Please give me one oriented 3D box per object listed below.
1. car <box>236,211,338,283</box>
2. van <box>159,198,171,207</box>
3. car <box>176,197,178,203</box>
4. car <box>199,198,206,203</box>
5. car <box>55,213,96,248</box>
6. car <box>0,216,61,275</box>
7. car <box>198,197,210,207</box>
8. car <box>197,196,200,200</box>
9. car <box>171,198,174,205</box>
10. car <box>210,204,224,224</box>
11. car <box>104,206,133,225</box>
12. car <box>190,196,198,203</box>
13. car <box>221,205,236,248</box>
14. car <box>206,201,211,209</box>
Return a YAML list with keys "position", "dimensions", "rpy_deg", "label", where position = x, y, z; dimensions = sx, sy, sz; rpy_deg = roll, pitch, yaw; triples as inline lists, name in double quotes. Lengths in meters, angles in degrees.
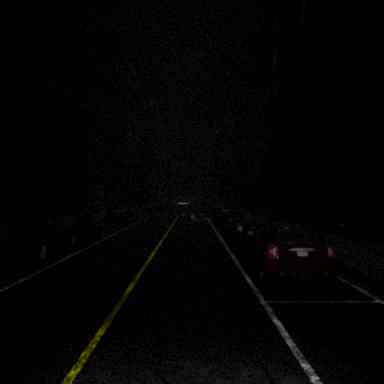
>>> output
- position: [2.672, 1.543, 9.962]
  dimensions: [1.967, 1.590, 4.097]
  rpy_deg: [0, -1, 0]
  label: "car"
- position: [-5.683, 2.042, 67.026]
  dimensions: [1.690, 1.788, 3.998]
  rpy_deg: [0, -1, 0]
  label: "van"
- position: [-5.572, 2.506, 89.696]
  dimensions: [1.947, 1.339, 4.313]
  rpy_deg: [0, -1, 0]
  label: "car"
- position: [2.983, 2.525, 95.499]
  dimensions: [1.752, 1.417, 4.829]
  rpy_deg: [0, -1, 0]
  label: "car"
- position: [-5.851, 1.705, 15.551]
  dimensions: [1.887, 1.381, 4.507]
  rpy_deg: [0, -1, 0]
  label: "car"
- position: [-5.854, 1.648, 9.955]
  dimensions: [1.887, 1.381, 4.507]
  rpy_deg: [0, -1, 0]
  label: "car"
- position: [2.843, 2.141, 66.986]
  dimensions: [1.967, 1.590, 4.097]
  rpy_deg: [0, -1, 0]
  label: "car"
- position: [2.898, 2.261, 78.323]
  dimensions: [1.967, 1.590, 4.097]
  rpy_deg: [0, -1, 0]
  label: "car"
- position: [-5.655, 2.202, 72.693]
  dimensions: [1.967, 1.590, 4.097]
  rpy_deg: [0, -1, 0]
  label: "car"
- position: [2.680, 1.858, 26.743]
  dimensions: [1.802, 1.307, 4.206]
  rpy_deg: [0, -1, 0]
  label: "car"
- position: [-5.846, 1.827, 26.742]
  dimensions: [2.008, 1.369, 4.403]
  rpy_deg: [0, -1, 0]
  label: "car"
- position: [0.302, 2.348, 92.810]
  dimensions: [2.128, 1.511, 4.902]
  rpy_deg: [0, -1, 0]
  label: "car"
- position: [2.675, 1.600, 15.556]
  dimensions: [1.967, 1.590, 4.097]
  rpy_deg: [0, -1, 0]
  label: "car"
- position: [2.683, 1.886, 32.337]
  dimensions: [2.008, 1.369, 4.403]
  rpy_deg: [0, -1, 0]
  label: "car"
